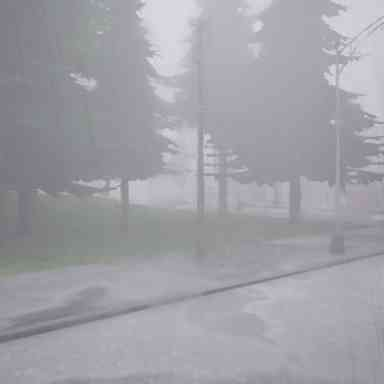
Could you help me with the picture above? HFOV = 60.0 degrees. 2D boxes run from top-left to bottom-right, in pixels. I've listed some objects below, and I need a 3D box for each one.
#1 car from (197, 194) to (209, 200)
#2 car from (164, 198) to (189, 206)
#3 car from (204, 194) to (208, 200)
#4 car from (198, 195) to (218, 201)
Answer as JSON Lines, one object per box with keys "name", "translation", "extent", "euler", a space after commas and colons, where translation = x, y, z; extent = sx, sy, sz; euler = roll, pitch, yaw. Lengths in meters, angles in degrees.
{"name": "car", "translation": [2.944, 1.291, 92.381], "extent": [1.845, 1.501, 3.633], "euler": [0, 0, -24]}
{"name": "car", "translation": [-2.439, 1.532, 51.719], "extent": [1.895, 1.301, 4.718], "euler": [0, 0, -35]}
{"name": "car", "translation": [4.236, 1.378, 89.899], "extent": [4.536, 1.218, 1.853], "euler": [0, 0, -6]}
{"name": "car", "translation": [4.288, 1.535, 89.904], "extent": [4.974, 1.542, 2.038], "euler": [0, 0, -6]}
